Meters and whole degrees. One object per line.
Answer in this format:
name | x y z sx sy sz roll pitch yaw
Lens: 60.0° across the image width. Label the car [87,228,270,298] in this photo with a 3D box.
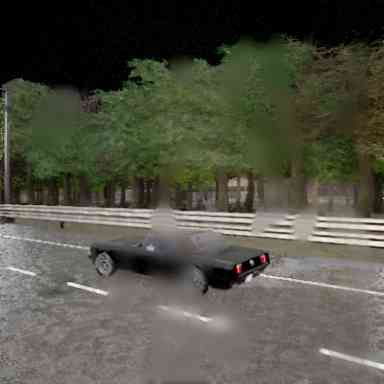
car | -0.559 1.605 8.572 4.718 1.301 1.895 0 0 36
